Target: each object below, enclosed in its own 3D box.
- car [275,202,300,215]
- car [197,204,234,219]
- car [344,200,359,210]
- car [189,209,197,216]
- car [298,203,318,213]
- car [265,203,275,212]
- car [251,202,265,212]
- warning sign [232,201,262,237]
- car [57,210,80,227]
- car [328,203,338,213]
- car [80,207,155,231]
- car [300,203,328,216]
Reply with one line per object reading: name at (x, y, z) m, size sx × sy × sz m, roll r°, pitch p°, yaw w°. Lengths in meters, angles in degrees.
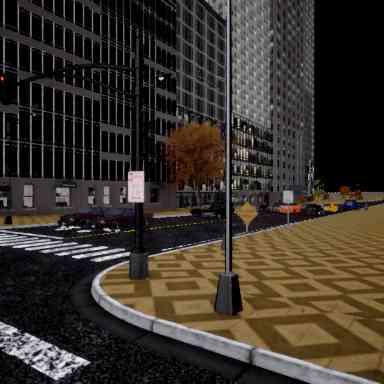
car at (13.738, 2.203, 46.277) m, size 2.097 × 1.767 × 4.553 m, roll 0°, pitch -1°, yaw 33°
car at (2.828, 2.085, 35.624) m, size 1.837 × 1.490 × 4.892 m, roll 0°, pitch -1°, yaw 33°
car at (31.476, 2.536, 65.773) m, size 2.150 × 2.045 × 5.566 m, roll 0°, pitch -1°, yaw 33°
car at (1.652, 2.230, 39.796) m, size 1.895 × 1.301 × 4.718 m, roll 0°, pitch -1°, yaw 33°
car at (19.143, 2.576, 54.746) m, size 2.033 × 1.411 × 5.357 m, roll 0°, pitch -1°, yaw 33°
car at (13.720, 2.301, 52.334) m, size 2.097 × 1.767 × 4.553 m, roll 0°, pitch -1°, yaw 33°
car at (10.971, 2.373, 54.068) m, size 2.128 × 1.511 × 4.902 m, roll 0°, pitch -1°, yaw 33°
warning sign at (3.095, 1.454, 18.576) m, size 1.300 × 1.860 × 1.060 m, roll 1°, pitch 1°, yaw 33°
car at (-7.551, 1.873, 25.533) m, size 2.033 × 1.411 × 5.357 m, roll 0°, pitch -1°, yaw 33°
car at (21.875, 2.510, 52.986) m, size 1.882 × 1.535 × 5.008 m, roll 0°, pitch -1°, yaw 33°
car at (-4.899, 1.874, 23.649) m, size 2.033 × 1.411 × 5.357 m, roll 0°, pitch -1°, yaw 33°
car at (16.275, 2.353, 44.221) m, size 1.837 × 1.490 × 4.892 m, roll 0°, pitch -1°, yaw 33°
